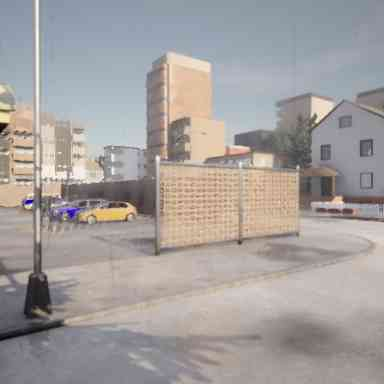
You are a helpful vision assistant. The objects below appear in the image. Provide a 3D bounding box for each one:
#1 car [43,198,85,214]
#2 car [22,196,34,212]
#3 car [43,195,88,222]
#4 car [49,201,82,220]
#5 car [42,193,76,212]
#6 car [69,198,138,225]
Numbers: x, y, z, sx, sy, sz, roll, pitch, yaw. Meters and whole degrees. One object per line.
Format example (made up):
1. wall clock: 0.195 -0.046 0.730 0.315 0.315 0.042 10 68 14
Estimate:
1. car: -12.843 1.375 33.431 3.633 1.501 1.845 0 0 -36
2. car: -15.897 1.439 37.000 5.357 1.415 2.033 0 0 -36
3. car: -8.337 1.315 25.087 4.611 1.667 2.242 0 0 -36
4. car: -10.072 1.422 26.466 2.207 1.379 1.481 0 0 -36
5. car: -10.625 1.209 28.726 3.866 1.878 1.905 0 0 -36
6. car: -5.895 1.380 22.935 4.193 1.474 1.816 0 0 -36
